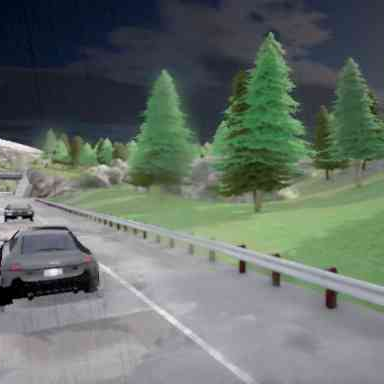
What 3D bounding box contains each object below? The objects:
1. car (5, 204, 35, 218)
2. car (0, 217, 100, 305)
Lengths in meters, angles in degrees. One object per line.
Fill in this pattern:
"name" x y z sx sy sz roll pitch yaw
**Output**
"car" -13.208 1.533 25.377 1.895 1.301 4.718 0 0 -29
"car" -3.680 1.539 8.282 1.994 1.385 4.181 0 0 -29
